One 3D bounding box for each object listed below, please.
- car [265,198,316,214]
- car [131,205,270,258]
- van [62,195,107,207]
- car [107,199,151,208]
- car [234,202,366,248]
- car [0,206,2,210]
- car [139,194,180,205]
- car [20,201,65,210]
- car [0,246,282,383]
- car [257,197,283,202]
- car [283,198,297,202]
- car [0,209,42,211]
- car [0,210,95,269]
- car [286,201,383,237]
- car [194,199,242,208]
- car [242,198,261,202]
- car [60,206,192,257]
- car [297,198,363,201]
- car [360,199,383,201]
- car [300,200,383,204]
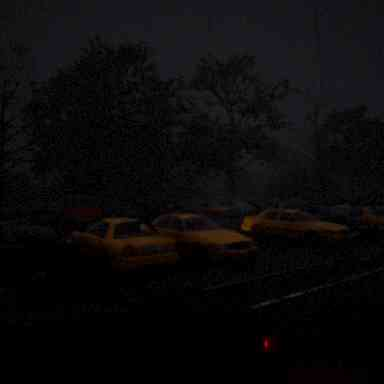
[{"bbox_3d":[10.418,1.437,35.484,2.097,1.535,5.008,0,0,-35],"label":"car"},{"bbox_3d":[-0.038,1.448,11.832,1.946,1.575,5.366,0,0,-35],"label":"car"},{"bbox_3d":[-7.738,1.220,22.776,1.878,1.987,4.442,0,0,-35],"label":"van"},{"bbox_3d":[-5.292,1.472,24.331,2.163,1.488,4.792,0,0,-35],"label":"car"},{"bbox_3d":[4.592,1.444,15.110,1.946,1.575,5.366,0,0,-35],"label":"car"},{"bbox_3d":[-12.103,1.494,19.578,2.163,1.488,4.792,0,0,-35],"label":"car"},{"bbox_3d":[-3.065,1.191,25.977,2.435,2.045,5.566,0,0,-35],"label":"car"},{"bbox_3d":[-9.949,1.482,21.104,2.163,1.488,4.792,0,0,-35],"label":"car"},{"bbox_3d":[-1.652,1.547,2.508,5.357,1.411,2.033,0,0,-36],"label":"car"},{"bbox_3d":[6.011,1.468,32.333,2.163,1.488,4.792,0,0,-35],"label":"car"},{"bbox_3d":[8.135,1.312,33.912,2.185,1.767,4.553,0,0,-35],"label":"car"},{"bbox_3d":[-7.631,1.556,12.122,4.181,1.385,1.994,0,0,-35],"label":"car"},{"bbox_3d":[-4.565,1.471,8.846,2.231,1.521,4.892,0,0,-35],"label":"car"},{"bbox_3d":[6.746,1.447,16.871,2.231,1.521,4.892,0,0,-35],"label":"car"},{"bbox_3d":[1.579,1.437,29.004,1.946,1.575,5.366,0,0,-35],"label":"car"},{"bbox_3d":[3.735,1.480,30.754,2.002,1.452,4.674,0,0,-35],"label":"car"},{"bbox_3d":[-2.418,1.454,10.601,1.946,1.575,5.366,0,0,-35],"label":"car"},{"bbox_3d":[10.364,1.314,24.865,4.553,1.767,2.097,0,0,-35],"label":"car"},{"bbox_3d":[13.544,1.443,21.683,2.097,1.535,5.008,0,0,-35],"label":"car"},{"bbox_3d":[8.909,1.442,18.621,1.946,1.575,5.366,0,0,-35],"label":"car"}]
